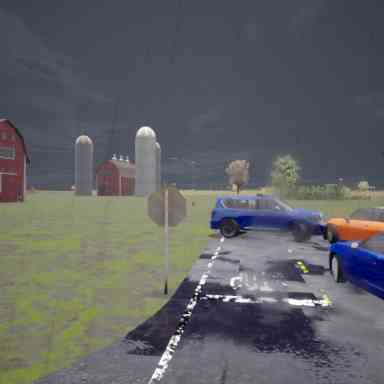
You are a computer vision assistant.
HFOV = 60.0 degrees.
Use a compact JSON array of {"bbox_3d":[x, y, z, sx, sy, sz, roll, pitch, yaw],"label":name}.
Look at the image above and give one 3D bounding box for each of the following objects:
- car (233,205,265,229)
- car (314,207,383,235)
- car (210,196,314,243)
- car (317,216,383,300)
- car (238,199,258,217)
[{"bbox_3d":[3.849,1.601,22.696,1.895,1.301,4.718,0,0,9],"label":"car"},{"bbox_3d":[7.299,1.366,13.183,2.097,1.767,4.553,0,0,-16],"label":"car"},{"bbox_3d":[3.616,1.218,16.343,5.566,2.045,2.150,0,0,26],"label":"car"},{"bbox_3d":[4.492,1.480,6.615,1.882,1.535,5.008,0,0,-1],"label":"car"},{"bbox_3d":[5.504,1.502,33.003,1.837,1.490,4.892,0,0,9],"label":"car"}]
